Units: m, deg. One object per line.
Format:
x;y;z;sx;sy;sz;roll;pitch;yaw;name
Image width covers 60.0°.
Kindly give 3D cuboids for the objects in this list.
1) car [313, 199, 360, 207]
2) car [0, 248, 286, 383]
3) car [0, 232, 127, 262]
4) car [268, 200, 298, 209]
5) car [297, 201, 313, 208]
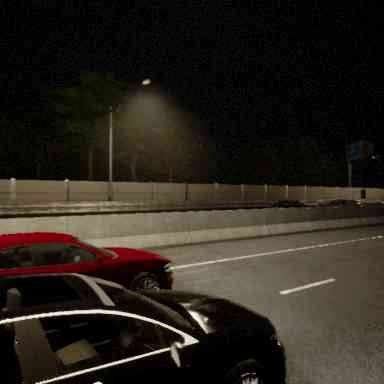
13.800;1.478;31.033;4.553;1.767;2.097;0;0;-35;car
-1.245;1.507;2.858;4.892;1.490;1.837;0;0;-36;car
-2.698;1.482;6.121;5.008;1.535;1.882;0;0;-36;car
10.667;1.637;37.394;4.892;1.490;1.837;0;0;-35;car
13.722;1.740;35.277;4.718;1.301;1.895;0;0;-35;car
